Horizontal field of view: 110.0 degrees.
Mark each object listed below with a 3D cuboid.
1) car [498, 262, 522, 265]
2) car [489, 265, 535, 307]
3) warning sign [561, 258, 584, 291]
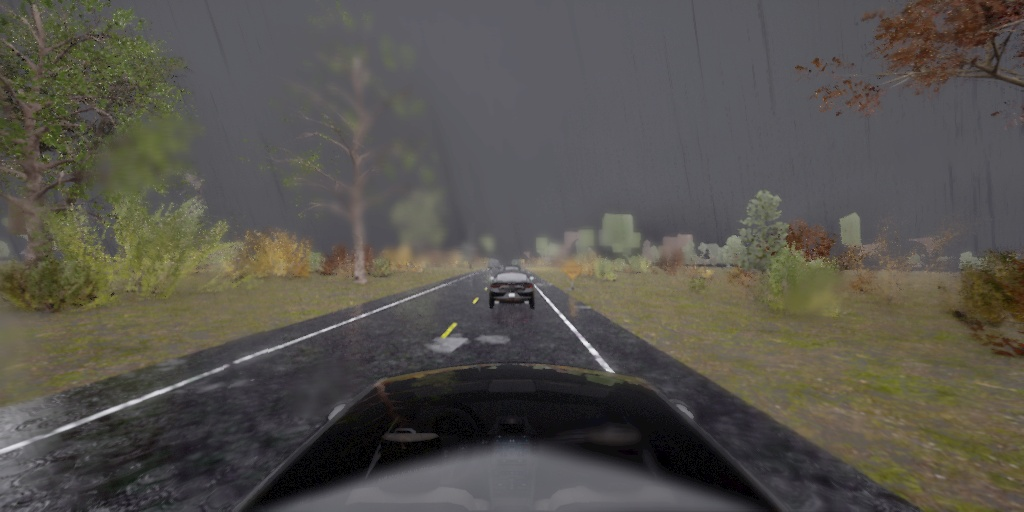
[{"bbox_3d":[-0.010,1.566,31.152,1.837,1.490,4.892,0,0,0],"label":"car"},{"bbox_3d":[-0.001,1.374,16.311,1.882,1.535,5.008,0,0,0],"label":"car"},{"bbox_3d":[3.541,1.060,20.920,1.300,1.860,1.060,0,0,0],"label":"warning sign"}]
